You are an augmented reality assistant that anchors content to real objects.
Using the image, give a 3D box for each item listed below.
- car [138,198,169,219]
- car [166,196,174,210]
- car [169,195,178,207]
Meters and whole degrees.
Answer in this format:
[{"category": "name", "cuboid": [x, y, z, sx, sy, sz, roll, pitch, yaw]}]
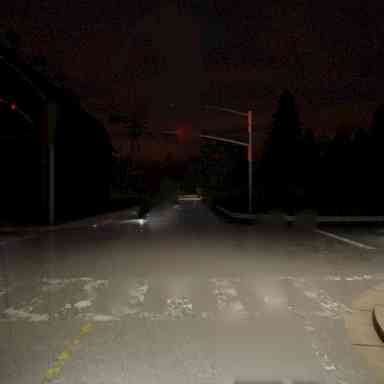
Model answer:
[{"category": "car", "cuboid": [-3.548, 1.547, 29.821, 2.033, 1.411, 5.357, 0, 0, 0]}, {"category": "car", "cuboid": [-3.531, 1.505, 39.566, 1.837, 1.490, 4.892, 0, 0, 0]}, {"category": "car", "cuboid": [-3.508, 1.526, 48.863, 1.812, 1.442, 4.674, 0, 0, 0]}]
